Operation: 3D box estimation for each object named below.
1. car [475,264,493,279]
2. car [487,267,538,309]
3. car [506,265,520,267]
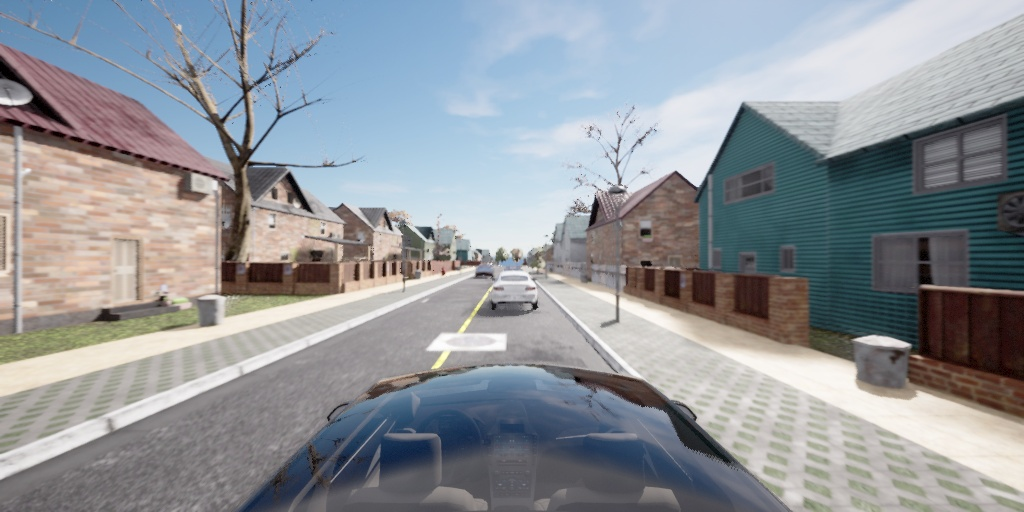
[{"bbox_3d":[-2.748,1.565,37.266,2.033,1.411,5.357,0,-1,0],"label":"car"},{"bbox_3d":[0.089,1.357,15.316,1.812,1.442,4.674,0,0,0],"label":"car"},{"bbox_3d":[0.103,1.534,34.208,2.033,1.411,5.357,0,-1,0],"label":"car"}]
